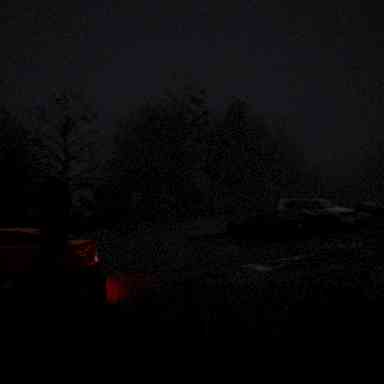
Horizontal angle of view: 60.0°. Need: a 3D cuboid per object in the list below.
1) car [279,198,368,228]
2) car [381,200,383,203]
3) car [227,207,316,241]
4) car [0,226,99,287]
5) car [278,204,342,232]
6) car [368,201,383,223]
[{"bbox_3d":[8.391,1.441,22.758,2.435,2.045,5.566,-2,0,-41],"label":"car"},{"bbox_3d":[12.570,1.565,26.421,2.231,1.521,4.892,-2,0,-41],"label":"car"},{"bbox_3d":[4.179,1.853,19.152,2.163,1.488,4.792,-2,0,-41],"label":"car"},{"bbox_3d":[-5.280,1.766,9.599,5.008,1.535,1.882,0,-5,-1],"label":"car"},{"bbox_3d":[6.293,1.758,20.950,2.097,1.535,5.008,-2,0,-41],"label":"car"},{"bbox_3d":[10.595,1.621,24.462,1.946,1.575,5.366,-2,0,-41],"label":"car"}]
